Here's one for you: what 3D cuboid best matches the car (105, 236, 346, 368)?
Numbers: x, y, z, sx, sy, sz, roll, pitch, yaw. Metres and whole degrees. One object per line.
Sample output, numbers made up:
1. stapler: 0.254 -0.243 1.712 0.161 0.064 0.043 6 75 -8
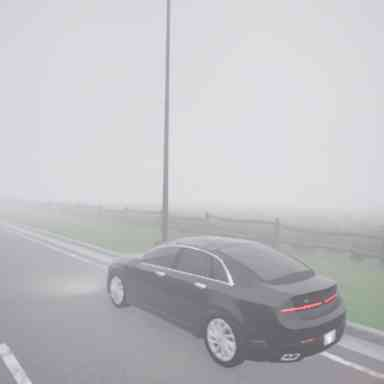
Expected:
1. car: 0.157 1.570 6.028 1.837 1.490 4.892 1 -1 -41
